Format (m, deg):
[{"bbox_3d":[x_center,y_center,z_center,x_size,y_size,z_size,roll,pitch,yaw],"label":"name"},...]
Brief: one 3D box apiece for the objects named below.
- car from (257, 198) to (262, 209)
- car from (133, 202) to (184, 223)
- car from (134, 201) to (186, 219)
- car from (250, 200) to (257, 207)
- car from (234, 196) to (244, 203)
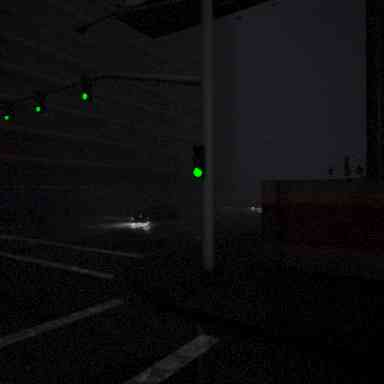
[{"bbox_3d":[11.283,1.447,46.370,2.097,1.767,4.553,0,0,36],"label":"car"},{"bbox_3d":[-2.728,1.658,26.644,1.994,1.385,4.181,0,0,35],"label":"car"},{"bbox_3d":[-2.984,1.660,32.342,2.033,1.411,5.357,0,0,35],"label":"car"},{"bbox_3d":[10.989,1.662,51.940,2.033,1.411,5.357,0,0,36],"label":"car"},{"bbox_3d":[8.927,1.611,72.736,5.008,1.535,1.882,0,0,23],"label":"car"}]
